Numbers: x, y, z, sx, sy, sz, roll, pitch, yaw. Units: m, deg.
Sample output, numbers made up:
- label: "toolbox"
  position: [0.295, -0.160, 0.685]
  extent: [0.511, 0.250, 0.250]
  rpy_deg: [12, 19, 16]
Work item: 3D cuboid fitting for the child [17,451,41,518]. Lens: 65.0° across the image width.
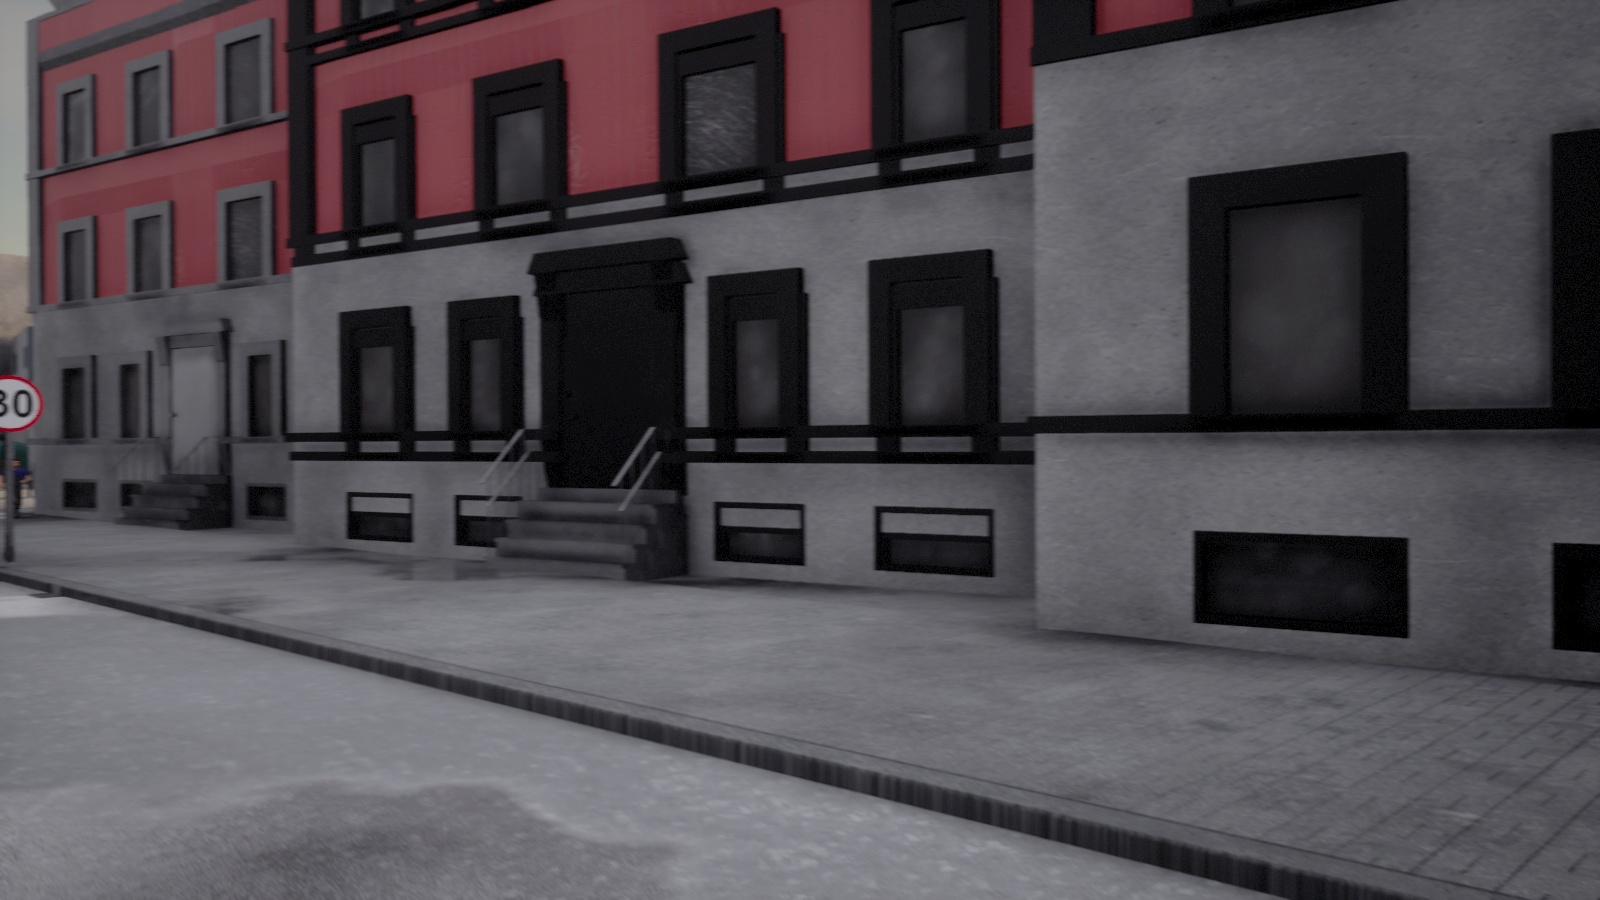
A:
- label: "child"
  position: [-14.800, 0.650, 24.100]
  extent: [0.437, 1.263, 0.270]
  rpy_deg: [0, 0, 44]
